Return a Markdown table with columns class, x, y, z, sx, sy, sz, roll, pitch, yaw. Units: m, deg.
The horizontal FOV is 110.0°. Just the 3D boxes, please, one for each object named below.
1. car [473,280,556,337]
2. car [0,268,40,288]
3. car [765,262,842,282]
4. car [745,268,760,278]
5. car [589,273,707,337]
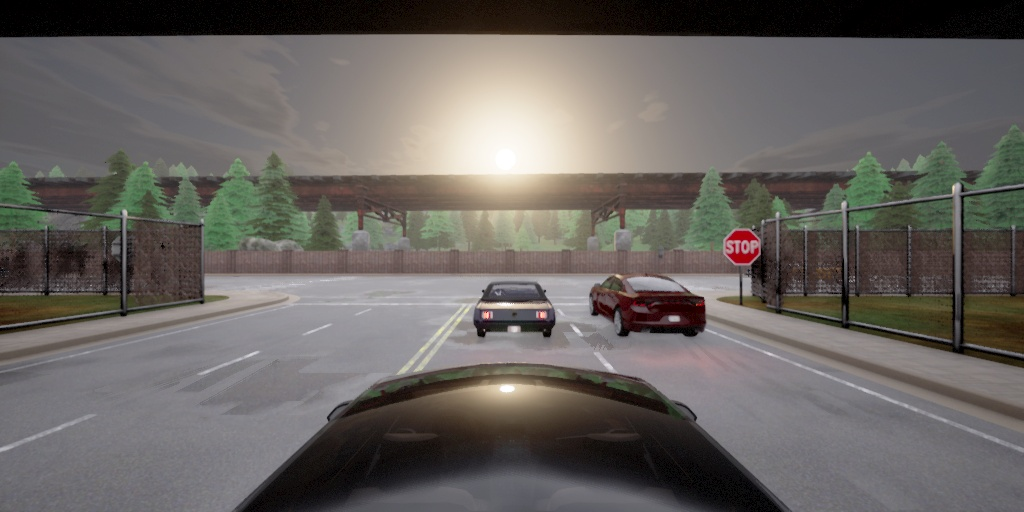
| class | x | y | z | sx | sy | sz | roll | pitch | yaw |
| --- | --- | --- | --- | --- | --- | --- | --- | --- | --- |
| car | 0.058 | 1.343 | 10.216 | 1.895 | 1.301 | 4.718 | 0 | 0 | 0 |
| car | -31.842 | 1.279 | 21.396 | 5.357 | 1.411 | 2.033 | 0 | 0 | -1 |
| car | 23.310 | 1.203 | 28.369 | 5.008 | 1.535 | 1.882 | 0 | 0 | 0 |
| car | 23.347 | 1.248 | 31.852 | 4.674 | 1.442 | 1.812 | 0 | 0 | 0 |
| car | 3.558 | 1.220 | 10.325 | 1.882 | 1.535 | 5.008 | 0 | 0 | 0 |
